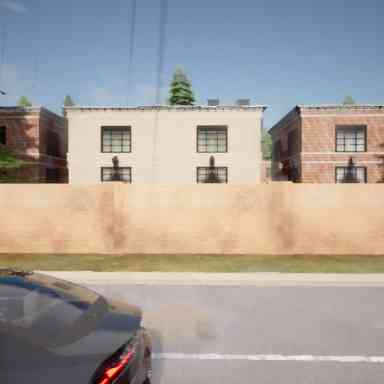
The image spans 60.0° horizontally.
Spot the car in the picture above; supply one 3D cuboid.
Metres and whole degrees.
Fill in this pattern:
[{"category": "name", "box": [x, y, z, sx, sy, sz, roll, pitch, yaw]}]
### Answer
[{"category": "car", "box": [-2.825, 1.505, 2.990, 4.892, 1.490, 1.837, 0, 0, 2]}]
